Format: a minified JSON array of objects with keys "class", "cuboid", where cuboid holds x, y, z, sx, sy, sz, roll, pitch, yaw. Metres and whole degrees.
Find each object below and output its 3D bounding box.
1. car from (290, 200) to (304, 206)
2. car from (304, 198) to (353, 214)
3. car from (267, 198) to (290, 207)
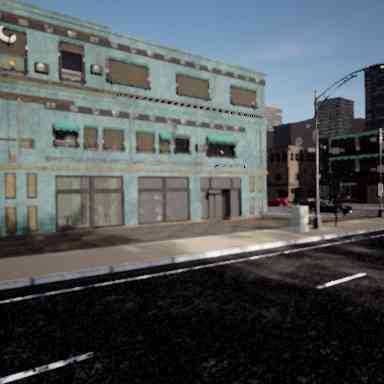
[{"class":"car","cuboid":[16.317,1.464,45.963,2.008,1.369,4.403,-2,1,-35]},{"class":"car","cuboid":[14.229,1.542,34.236,1.947,1.339,4.313,-2,1,-35]},{"class":"car","cuboid":[13.109,1.558,50.474,1.802,1.307,4.206,-2,1,-35]}]
